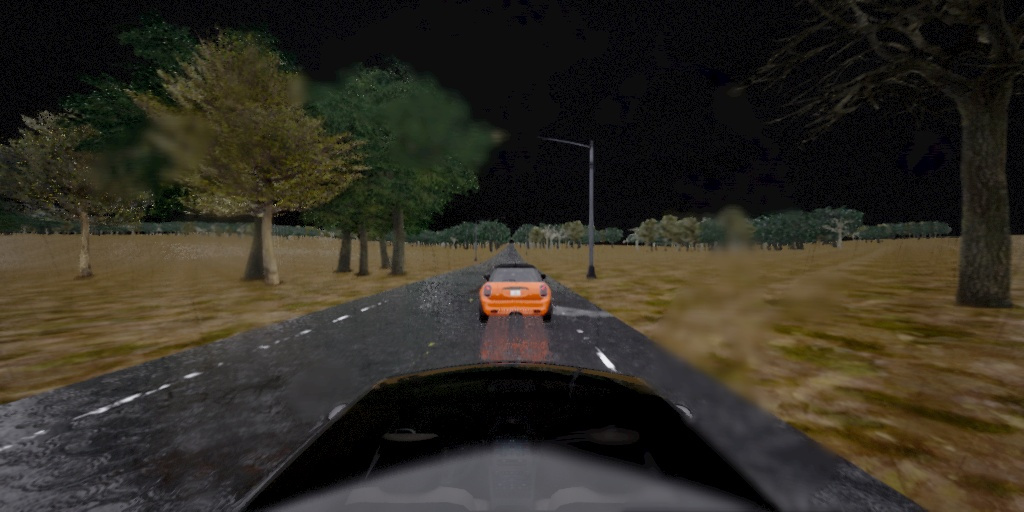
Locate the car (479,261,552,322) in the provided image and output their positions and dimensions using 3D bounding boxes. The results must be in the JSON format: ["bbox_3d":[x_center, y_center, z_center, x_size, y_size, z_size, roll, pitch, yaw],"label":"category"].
[{"bbox_3d":[0.099,1.017,12.045,2.097,1.767,4.553,0,0,0],"label":"car"}]

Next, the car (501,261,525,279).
[{"bbox_3d":[0.102,1.118,30.285,1.895,1.301,4.718,0,0,0],"label":"car"}]
